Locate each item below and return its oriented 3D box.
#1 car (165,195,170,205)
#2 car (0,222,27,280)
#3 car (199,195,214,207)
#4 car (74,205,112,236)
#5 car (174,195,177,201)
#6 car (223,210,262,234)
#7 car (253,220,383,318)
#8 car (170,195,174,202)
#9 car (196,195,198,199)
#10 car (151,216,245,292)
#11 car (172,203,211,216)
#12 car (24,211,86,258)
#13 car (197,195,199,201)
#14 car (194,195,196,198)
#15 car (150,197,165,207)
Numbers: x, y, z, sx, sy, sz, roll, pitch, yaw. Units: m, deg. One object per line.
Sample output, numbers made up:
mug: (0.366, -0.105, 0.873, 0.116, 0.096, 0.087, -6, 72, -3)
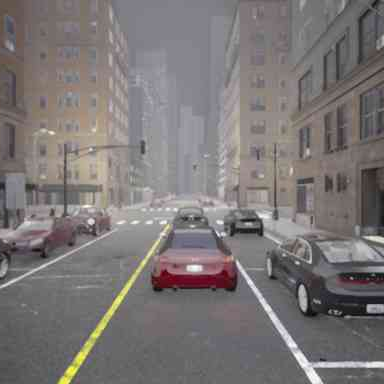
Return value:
car: (-5.961, 1.773, 66.193, 2.008, 1.369, 4.403, 0, 0, 0)
car: (-5.705, 1.584, 7.271, 1.947, 1.339, 4.313, 0, 0, 0)
car: (2.600, 1.615, 55.409, 1.967, 1.590, 4.097, 0, 0, 0)
car: (-5.763, 1.487, 18.274, 1.967, 1.590, 4.097, 0, 0, 0)
car: (-6.056, 1.691, 93.237, 2.192, 1.841, 5.009, 0, 0, 0)
car: (2.762, 1.613, 18.318, 1.947, 1.339, 4.313, 0, 0, 0)
car: (2.820, 1.569, 7.316, 2.008, 1.369, 4.403, 0, 0, 0)
car: (-6.017, 1.832, 82.249, 1.752, 1.417, 4.829, 0, 0, 0)
car: (2.525, 1.717, 77.044, 1.967, 1.590, 4.097, 0, 0, 0)
car: (0.035, 1.587, 9.027, 1.994, 1.385, 4.181, 0, 0, -1)
car: (-0.058, 1.552, 18.226, 1.837, 1.490, 4.892, 0, 0, 0)
car: (-5.734, 1.614, 12.773, 1.802, 1.307, 4.206, 0, 0, 0)
car: (2.564, 1.773, 66.226, 2.008, 1.369, 4.403, 0, 0, 0)
car: (2.468, 1.691, 93.272, 2.192, 1.841, 5.009, 0, 0, 0)
car: (-5.924, 1.757, 55.376, 1.802, 1.307, 4.206, 0, 0, 0)
